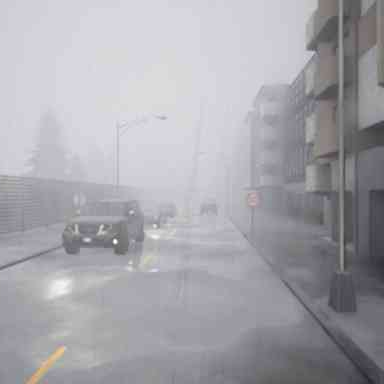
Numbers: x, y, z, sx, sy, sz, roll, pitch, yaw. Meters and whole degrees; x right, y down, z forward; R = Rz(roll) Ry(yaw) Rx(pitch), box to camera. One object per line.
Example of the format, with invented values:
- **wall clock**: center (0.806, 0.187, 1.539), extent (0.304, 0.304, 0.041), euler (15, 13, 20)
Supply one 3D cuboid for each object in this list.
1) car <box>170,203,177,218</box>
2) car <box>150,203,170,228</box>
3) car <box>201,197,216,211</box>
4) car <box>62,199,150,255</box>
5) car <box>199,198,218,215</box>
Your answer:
- **car**: center (-2.506, 1.776, 32.826), extent (2.033, 1.411, 5.357), euler (0, 0, 3)
- **car**: center (-2.931, 1.691, 23.791), extent (1.812, 1.442, 4.674), euler (0, 0, 3)
- **car**: center (2.367, 1.685, 47.340), extent (2.097, 1.767, 4.553), euler (0, 0, 3)
- **car**: center (-3.470, 1.320, 14.223), extent (2.150, 2.045, 5.566), euler (0, 0, 3)
- **car**: center (1.867, 1.765, 37.224), extent (1.837, 1.490, 4.892), euler (0, -1, 3)
